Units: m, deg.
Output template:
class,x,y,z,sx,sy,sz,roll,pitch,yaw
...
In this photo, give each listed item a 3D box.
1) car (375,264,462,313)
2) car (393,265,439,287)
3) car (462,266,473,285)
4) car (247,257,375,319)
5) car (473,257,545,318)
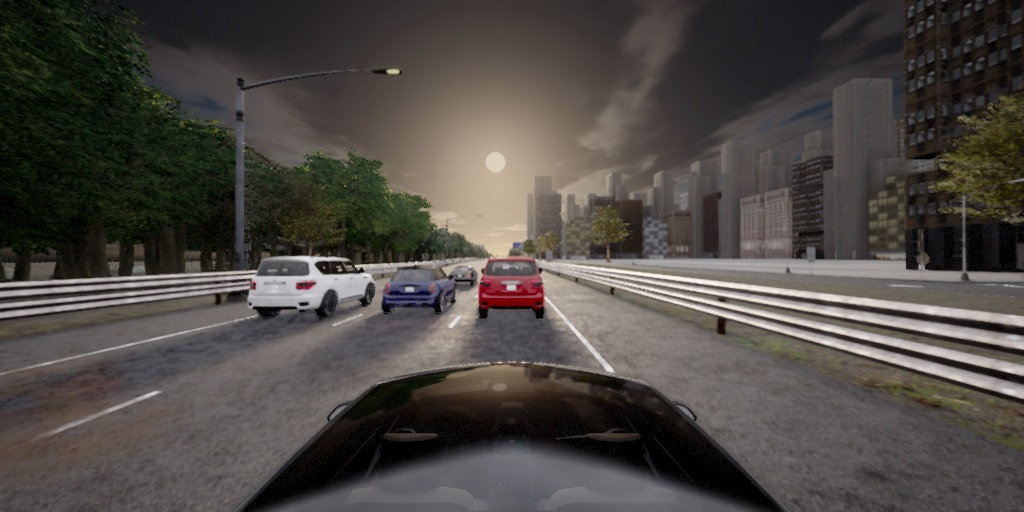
class,x,y,z,sx,sy,sz,roll,pitch,yaw
car,-3.503,1.173,14.420,2.097,1.767,4.553,0,0,0
car,-7.146,1.439,27.321,2.033,1.411,5.357,0,0,0
car,-3.645,1.439,27.399,2.033,1.411,5.357,0,0,0
car,-7.009,1.039,13.292,2.150,2.045,5.566,0,0,0
car,-0.008,1.038,13.401,2.150,2.045,5.566,0,0,0
